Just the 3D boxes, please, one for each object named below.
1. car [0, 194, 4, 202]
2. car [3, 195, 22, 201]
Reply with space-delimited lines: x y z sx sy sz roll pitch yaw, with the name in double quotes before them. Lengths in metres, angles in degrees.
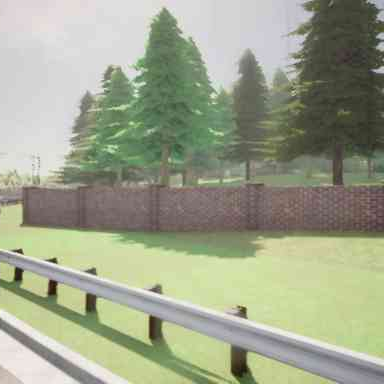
"car" -46.494 1.474 78.985 2.150 2.045 5.566 0 0 -19
"car" -43.176 1.790 80.101 2.033 1.411 5.357 0 0 -19
